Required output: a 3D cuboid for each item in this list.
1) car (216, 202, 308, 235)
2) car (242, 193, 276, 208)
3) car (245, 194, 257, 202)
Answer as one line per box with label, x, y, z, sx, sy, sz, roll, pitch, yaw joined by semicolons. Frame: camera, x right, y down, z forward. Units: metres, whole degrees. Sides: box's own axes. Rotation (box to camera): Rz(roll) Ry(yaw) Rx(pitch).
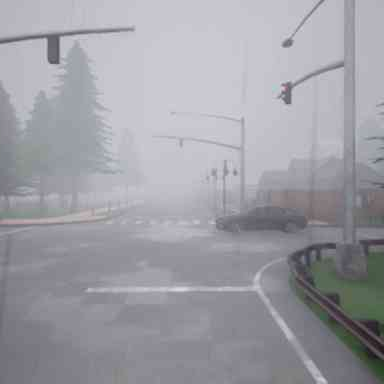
car;3.723;1.460;18.076;4.892;1.490;1.837;0;0;1
car;8.422;1.078;42.045;3.866;1.878;1.905;0;0;-1
car;8.837;1.080;39.535;4.605;1.855;1.932;0;0;-1
